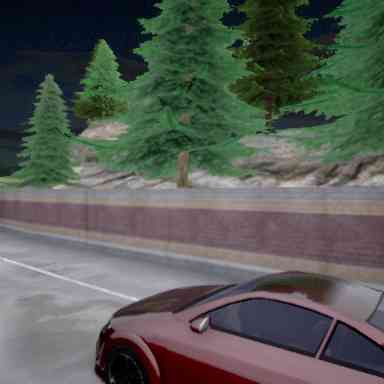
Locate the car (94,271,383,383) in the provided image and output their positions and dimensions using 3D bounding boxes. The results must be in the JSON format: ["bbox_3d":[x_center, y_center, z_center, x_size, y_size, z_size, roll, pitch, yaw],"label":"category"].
[{"bbox_3d":[0.909,1.575,3.453,4.181,1.385,1.994,0,0,36],"label":"car"}]
